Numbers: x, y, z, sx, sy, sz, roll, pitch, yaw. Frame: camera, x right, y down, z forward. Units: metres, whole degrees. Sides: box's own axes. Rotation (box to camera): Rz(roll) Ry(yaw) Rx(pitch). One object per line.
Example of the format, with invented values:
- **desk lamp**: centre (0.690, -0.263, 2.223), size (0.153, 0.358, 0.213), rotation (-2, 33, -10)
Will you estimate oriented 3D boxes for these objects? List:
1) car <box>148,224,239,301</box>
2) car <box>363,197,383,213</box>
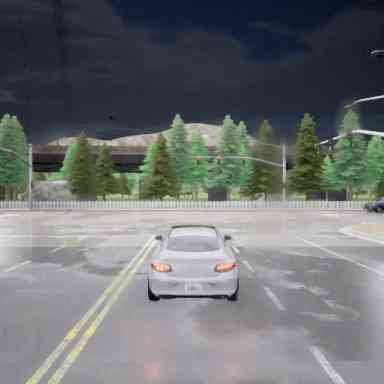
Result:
- **car**: centre (0.032, 1.526, 8.192), size (1.812, 1.442, 4.674), rotation (0, 0, 0)
- **car**: centre (20.729, 1.296, 35.327), size (4.553, 1.767, 2.097), rotation (0, 0, 0)
